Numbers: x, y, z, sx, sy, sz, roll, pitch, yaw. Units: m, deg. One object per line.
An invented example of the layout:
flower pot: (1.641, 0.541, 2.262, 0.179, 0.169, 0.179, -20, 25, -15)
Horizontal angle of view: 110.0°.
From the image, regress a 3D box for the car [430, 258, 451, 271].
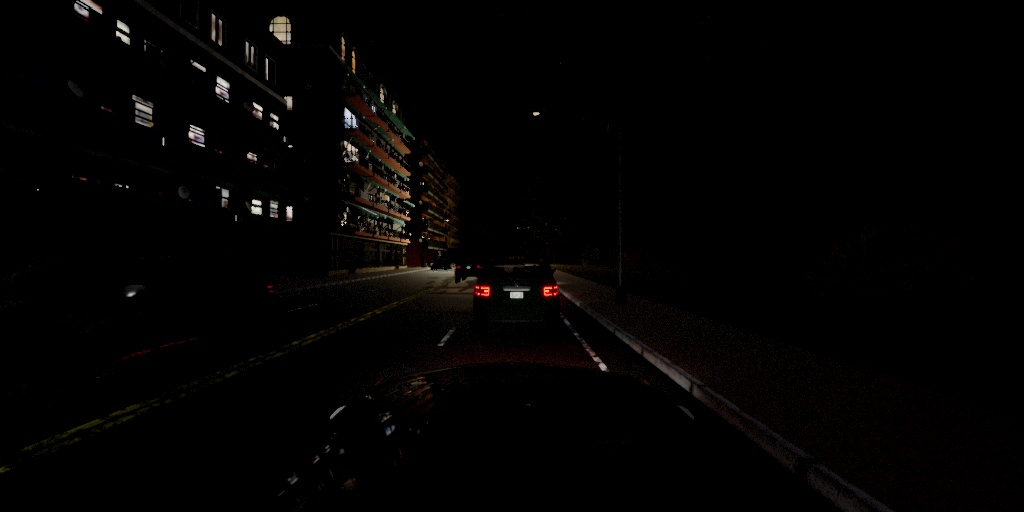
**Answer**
car: (-9.693, 1.102, 48.649, 2.097, 1.767, 4.553, 0, 0, 0)

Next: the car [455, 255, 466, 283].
car: (-3.064, 0.964, 28.049, 2.150, 2.045, 5.566, 0, -1, 0)

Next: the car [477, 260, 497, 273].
car: (-3.013, 1.242, 44.777, 2.128, 1.511, 4.902, 0, 0, 1)

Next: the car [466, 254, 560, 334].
car: (0.123, 0.973, 10.751, 2.150, 2.045, 5.566, 0, 0, 0)

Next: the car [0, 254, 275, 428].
car: (-6.589, 0.972, 6.024, 2.150, 2.045, 5.566, 0, 0, 0)

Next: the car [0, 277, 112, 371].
car: (-9.838, 1.228, 5.461, 1.882, 1.535, 5.008, 0, 0, 0)
